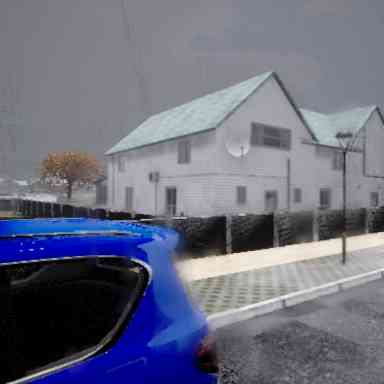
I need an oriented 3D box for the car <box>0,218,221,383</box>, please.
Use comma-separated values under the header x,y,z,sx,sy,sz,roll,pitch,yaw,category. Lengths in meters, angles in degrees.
x,y,z,sx,sy,sz,roll,pitch,yaw,category
-2.330,1.222,1.402,5.566,2.045,2.150,1,0,-38,car
